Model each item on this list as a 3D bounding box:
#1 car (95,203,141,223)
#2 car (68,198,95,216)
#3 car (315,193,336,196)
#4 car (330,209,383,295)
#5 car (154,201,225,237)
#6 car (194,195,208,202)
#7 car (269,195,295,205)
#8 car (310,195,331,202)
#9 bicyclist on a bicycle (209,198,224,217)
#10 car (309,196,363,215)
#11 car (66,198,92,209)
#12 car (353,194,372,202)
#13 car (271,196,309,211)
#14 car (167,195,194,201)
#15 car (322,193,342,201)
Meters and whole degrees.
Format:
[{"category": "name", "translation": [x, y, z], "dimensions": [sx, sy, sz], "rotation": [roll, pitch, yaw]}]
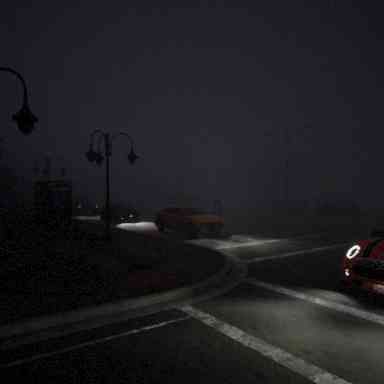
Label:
[{"category": "car", "translation": [-5.601, 1.576, 25.836], "dimensions": [1.994, 1.385, 4.181], "rotation": [0, 0, -36]}, {"category": "car", "translation": [-11.016, 1.365, 33.303], "dimensions": [2.097, 1.767, 4.553], "rotation": [0, 0, -36]}, {"category": "car", "translation": [22.659, 1.299, 59.576], "dimensions": [2.007, 1.523, 4.514], "rotation": [0, 0, -36]}, {"category": "car", "translation": [5.652, 1.359, 8.013], "dimensions": [4.553, 1.767, 2.097], "rotation": [0, 0, -35]}, {"category": "car", "translation": [-0.280, 1.490, 18.499], "dimensions": [1.882, 1.535, 5.008], "rotation": [0, 0, -36]}, {"category": "car", "translation": [0.392, 1.337, 53.202], "dimensions": [2.152, 1.636, 5.027], "rotation": [0, 0, -36]}, {"category": "car", "translation": [14.493, 1.323, 53.817], "dimensions": [1.845, 1.501, 3.633], "rotation": [0, 0, -36]}, {"category": "car", "translation": [28.274, 1.359, 73.105], "dimensions": [1.970, 1.475, 3.806], "rotation": [0, 0, -36]}, {"category": "bicyclist on a bicycle", "translation": [2.110, 1.311, 27.942], "dimensions": [1.656, 1.620, 0.582], "rotation": [0, 0, -36]}, {"category": "car", "translation": [12.968, 1.381, 30.134], "dimensions": [1.845, 1.501, 3.633], "rotation": [0, 0, -36]}, {"category": "car", "translation": [-15.476, 1.537, 45.333], "dimensions": [1.812, 1.442, 4.674], "rotation": [0, 0, -40]}, {"category": "car", "translation": [33.221, 1.095, 66.219], "dimensions": [1.932, 1.855, 4.605], "rotation": [0, 0, -36]}, {"category": "car", "translation": [11.094, 1.391, 37.908], "dimensions": [1.970, 1.475, 3.806], "rotation": [0, 0, -36]}, {"category": "car", "translation": [-2.134, 1.347, 51.340], "dimensions": [2.007, 1.523, 4.514], "rotation": [0, 0, -36]}, {"category": "car", "translation": [31.337, 1.074, 74.535], "dimensions": [1.905, 1.878, 3.866], "rotation": [0, 0, -36]}]
